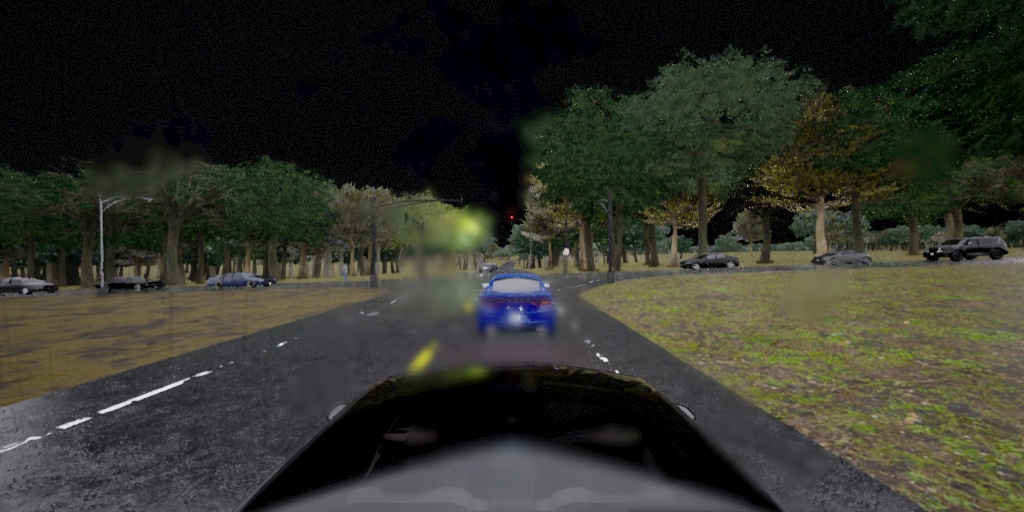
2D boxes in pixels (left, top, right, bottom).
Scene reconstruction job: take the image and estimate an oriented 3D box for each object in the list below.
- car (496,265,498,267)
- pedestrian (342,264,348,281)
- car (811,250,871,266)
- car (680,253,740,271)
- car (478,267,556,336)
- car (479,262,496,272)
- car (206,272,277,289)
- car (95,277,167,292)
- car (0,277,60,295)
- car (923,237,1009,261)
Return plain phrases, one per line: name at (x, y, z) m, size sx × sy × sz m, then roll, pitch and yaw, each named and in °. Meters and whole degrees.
car at (-3.994, 1.885, 62.948) m, size 2.128 × 1.511 × 4.902 m, roll 0°, pitch -1°, yaw 0°
pedestrian at (-17.861, 1.704, 38.404) m, size 0.375 × 1.860 × 0.375 m, roll 0°, pitch 1°, yaw 3°
car at (29.676, 0.131, 32.424) m, size 4.181 × 1.385 × 1.994 m, roll -2°, pitch -1°, yaw 2°
car at (18.040, 0.503, 32.893) m, size 5.008 × 1.535 × 1.882 m, roll -2°, pitch -1°, yaw 1°
car at (0.140, 1.238, 10.444) m, size 1.882 × 1.535 × 5.008 m, roll 0°, pitch 0°, yaw 1°
car at (-3.867, 1.711, 53.561) m, size 2.128 × 1.511 × 4.902 m, roll 0°, pitch -1°, yaw -1°
car at (-23.426, 2.066, 31.077) m, size 5.357 × 1.411 × 2.033 m, roll -2°, pitch -1°, yaw 6°
car at (-33.348, 2.457, 31.511) m, size 4.718 × 1.301 × 1.895 m, roll -2°, pitch -1°, yaw 3°
car at (-43.512, 2.692, 31.995) m, size 4.892 × 1.490 × 1.837 m, roll -2°, pitch -1°, yaw 3°
car at (40.327, -0.619, 31.962) m, size 5.566 × 2.045 × 2.150 m, roll -2°, pitch -1°, yaw 2°
